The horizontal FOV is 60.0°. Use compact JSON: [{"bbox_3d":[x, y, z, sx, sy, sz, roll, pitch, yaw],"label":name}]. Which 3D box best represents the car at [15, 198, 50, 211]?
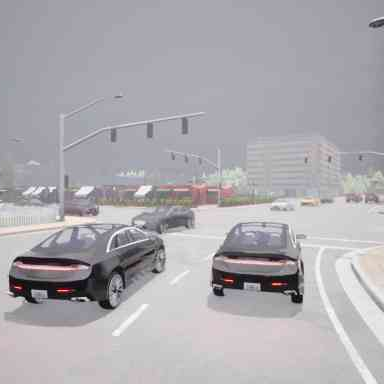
[{"bbox_3d":[-20.408,1.581,42.446,4.674,1.442,1.812,0,0,32],"label":"car"}]

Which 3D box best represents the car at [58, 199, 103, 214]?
[{"bbox_3d":[-12.602,1.547,37.563,4.902,1.511,2.128,0,0,32],"label":"car"}]

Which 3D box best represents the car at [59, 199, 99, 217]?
[{"bbox_3d":[-11.037,1.619,32.438,4.181,1.385,1.994,0,0,32],"label":"car"}]

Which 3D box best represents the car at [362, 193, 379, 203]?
[{"bbox_3d":[36.842,1.225,68.278,2.150,2.045,5.566,0,0,32],"label":"car"}]

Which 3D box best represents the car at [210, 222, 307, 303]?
[{"bbox_3d":[1.773,1.492,8.318,2.128,1.511,4.902,0,0,17],"label":"car"}]

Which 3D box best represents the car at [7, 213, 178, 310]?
[{"bbox_3d":[-2.045,1.492,7.936,2.128,1.511,4.902,0,0,12],"label":"car"}]

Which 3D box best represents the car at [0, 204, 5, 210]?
[{"bbox_3d":[-25.948,1.277,41.776,5.566,2.045,2.150,0,0,32],"label":"car"}]

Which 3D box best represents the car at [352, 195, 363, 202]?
[{"bbox_3d":[39.622,1.540,79.484,2.033,1.411,5.357,0,0,32],"label":"car"}]

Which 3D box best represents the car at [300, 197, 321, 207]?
[{"bbox_3d":[18.054,1.477,51.258,1.882,1.535,5.008,0,0,32],"label":"car"}]

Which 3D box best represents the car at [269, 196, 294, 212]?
[{"bbox_3d":[10.635,1.528,39.204,1.812,1.442,4.674,0,0,32],"label":"car"}]

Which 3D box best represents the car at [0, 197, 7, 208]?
[{"bbox_3d":[-28.957,1.533,47.794,5.008,1.535,1.882,0,0,32],"label":"car"}]

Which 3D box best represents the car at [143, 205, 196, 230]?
[{"bbox_3d":[-1.530,1.499,19.082,2.128,1.511,4.902,0,0,29],"label":"car"}]

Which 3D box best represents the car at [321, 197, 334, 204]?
[{"bbox_3d":[26.124,1.601,64.211,1.895,1.301,4.718,0,0,32],"label":"car"}]

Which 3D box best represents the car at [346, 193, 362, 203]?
[{"bbox_3d":[34.053,1.225,70.425,2.150,2.045,5.566,0,0,32],"label":"car"}]

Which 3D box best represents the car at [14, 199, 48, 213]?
[{"bbox_3d":[-18.155,1.619,36.906,4.181,1.385,1.994,0,0,32],"label":"car"}]

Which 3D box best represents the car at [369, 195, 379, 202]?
[{"bbox_3d":[42.386,1.524,77.296,1.812,1.442,4.674,0,0,32],"label":"car"}]
